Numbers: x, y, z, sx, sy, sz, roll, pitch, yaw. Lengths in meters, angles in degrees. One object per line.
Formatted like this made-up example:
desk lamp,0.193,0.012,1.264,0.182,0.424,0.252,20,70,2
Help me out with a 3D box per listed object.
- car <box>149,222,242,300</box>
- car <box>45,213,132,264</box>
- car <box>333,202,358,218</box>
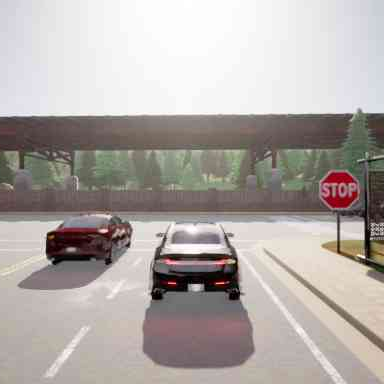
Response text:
car,0.078,1.491,8.351,2.128,1.511,4.902,0,0,0
car,-3.413,1.478,11.897,1.882,1.535,5.008,0,0,0
car,15.628,1.547,29.970,5.357,1.411,2.033,0,0,1
